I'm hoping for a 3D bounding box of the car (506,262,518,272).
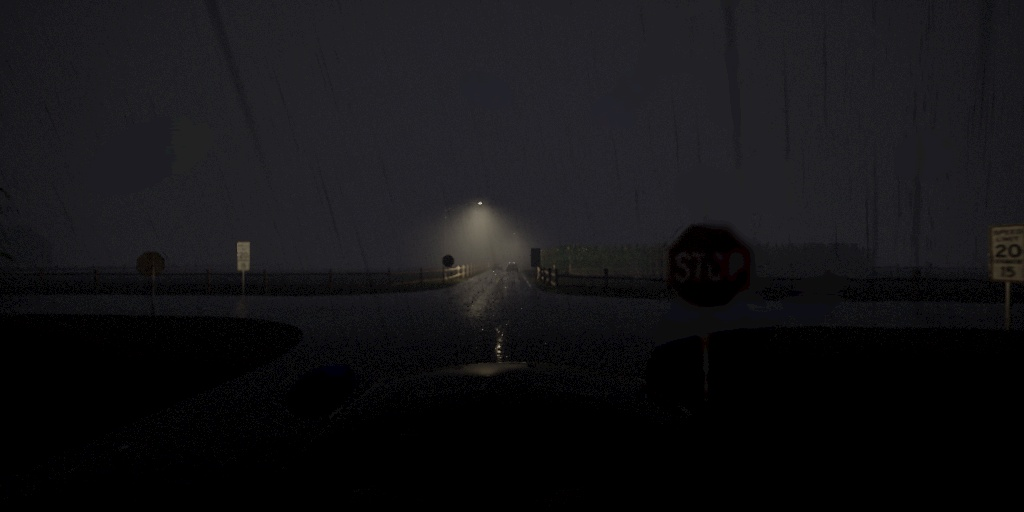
[{"bbox_3d":[0.037,1.984,62.258,1.994,1.385,4.181,0,-1,0],"label":"car"}]
